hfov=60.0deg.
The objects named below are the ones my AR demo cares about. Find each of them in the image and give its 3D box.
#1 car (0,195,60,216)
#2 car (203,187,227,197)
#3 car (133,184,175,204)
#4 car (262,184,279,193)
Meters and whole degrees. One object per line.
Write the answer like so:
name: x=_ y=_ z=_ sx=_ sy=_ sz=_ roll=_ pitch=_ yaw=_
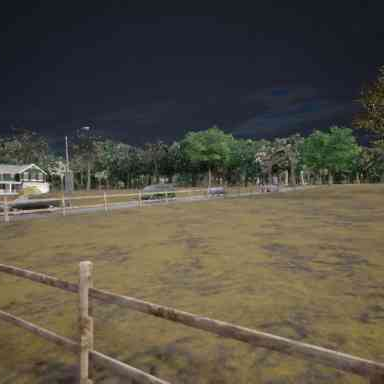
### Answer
car: x=-12.938 y=1.038 z=26.224 sx=1.837 sy=1.490 sz=4.892 roll=-3 pitch=1 yaw=36
car: x=3.422 y=-0.031 z=49.105 sx=1.812 sy=1.442 sz=4.674 roll=-3 pitch=1 yaw=36
car: x=-4.256 y=0.183 z=38.415 sx=2.150 sy=2.045 sz=5.566 roll=-3 pitch=0 yaw=36
car: x=13.778 y=-0.651 z=58.627 sx=1.994 sy=1.385 sz=4.181 roll=-3 pitch=1 yaw=36
